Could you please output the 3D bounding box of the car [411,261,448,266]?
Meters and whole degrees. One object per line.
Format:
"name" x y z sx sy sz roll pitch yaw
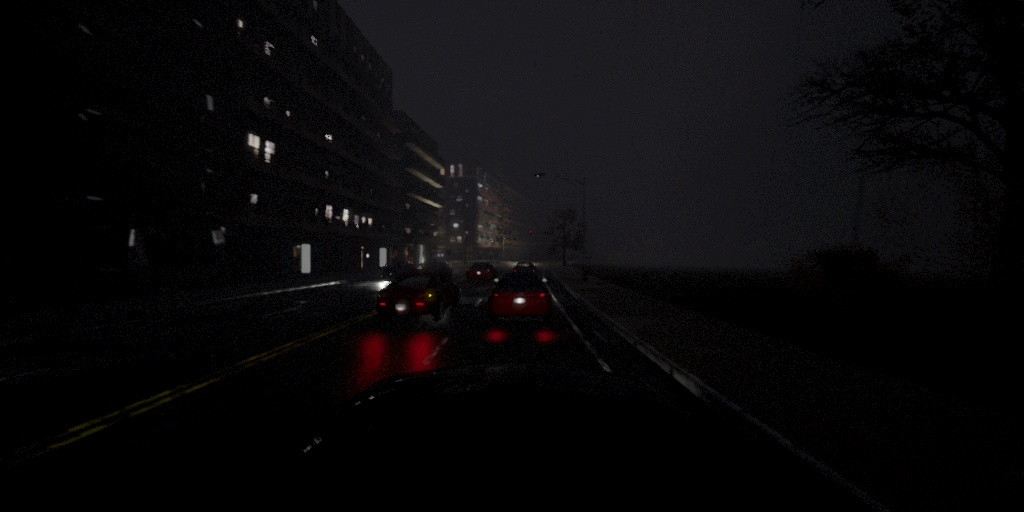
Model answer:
"car" -5.733 1.137 27.003 1.812 1.442 4.674 0 0 4

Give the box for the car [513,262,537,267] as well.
"car" 1.004 1.180 27.642 1.994 1.385 4.181 0 0 4

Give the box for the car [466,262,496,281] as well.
"car" -2.253 1.177 27.635 1.994 1.385 4.181 0 0 4

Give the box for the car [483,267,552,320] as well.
"car" 0.286 1.251 12.365 1.994 1.385 4.181 0 0 2

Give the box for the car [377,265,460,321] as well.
"car" -2.984 1.211 12.108 1.812 1.442 4.674 0 0 1

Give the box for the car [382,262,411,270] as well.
"car" -8.892 1.167 28.658 1.994 1.385 4.181 0 0 4
